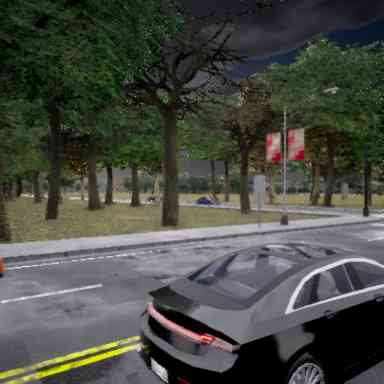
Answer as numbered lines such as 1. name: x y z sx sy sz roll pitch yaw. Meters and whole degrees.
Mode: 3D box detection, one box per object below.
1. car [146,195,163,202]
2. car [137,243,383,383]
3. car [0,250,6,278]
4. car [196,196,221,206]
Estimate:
1. car: -6.992 1.229 64.533 2.033 1.411 5.357 0 0 -35
2. car: 1.659 1.485 4.605 4.902 1.511 2.128 0 0 -35
3. car: -6.571 1.350 6.994 4.553 1.767 2.097 0 0 -35
4. car: 2.440 1.422 51.010 1.812 1.442 4.674 0 0 -35
